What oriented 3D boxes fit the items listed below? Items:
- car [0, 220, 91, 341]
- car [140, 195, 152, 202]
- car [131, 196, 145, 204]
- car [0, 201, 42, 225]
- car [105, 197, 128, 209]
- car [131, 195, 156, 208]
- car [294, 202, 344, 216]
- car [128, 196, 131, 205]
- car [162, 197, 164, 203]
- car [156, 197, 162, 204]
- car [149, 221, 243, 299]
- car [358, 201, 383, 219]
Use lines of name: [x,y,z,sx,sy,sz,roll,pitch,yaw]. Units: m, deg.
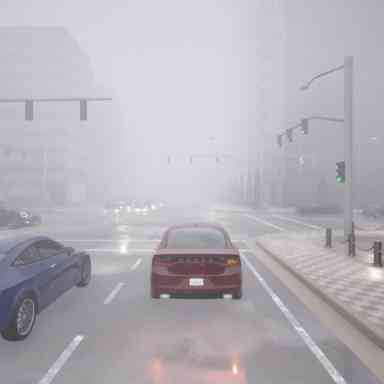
car: [-3.416,1.526,6.370,1.812,1.442,4.674,0,0,0]
car: [-10.335,1.478,75.173,1.882,1.535,5.008,0,0,0]
car: [-10.395,1.564,64.786,1.994,1.385,4.181,0,0,1]
car: [-11.731,1.342,20.416,4.553,1.767,2.097,0,0,1]
car: [-10.498,1.505,45.561,1.837,1.490,4.892,0,0,0]
car: [-6.990,1.491,48.646,2.128,1.511,4.902,0,0,0]
car: [12.051,1.545,30.919,4.718,1.301,1.895,0,0,1]
car: [-10.468,1.491,54.788,2.128,1.511,4.902,0,0,0]
car: [-6.857,1.601,68.244,1.895,1.301,4.718,0,0,0]
car: [-6.952,1.491,57.953,2.128,1.511,4.902,0,0,0]
car: [0.099,1.478,8.498,1.882,1.535,5.008,0,0,0]
car: [16.340,1.436,27.373,4.902,1.511,2.128,0,0,0]
